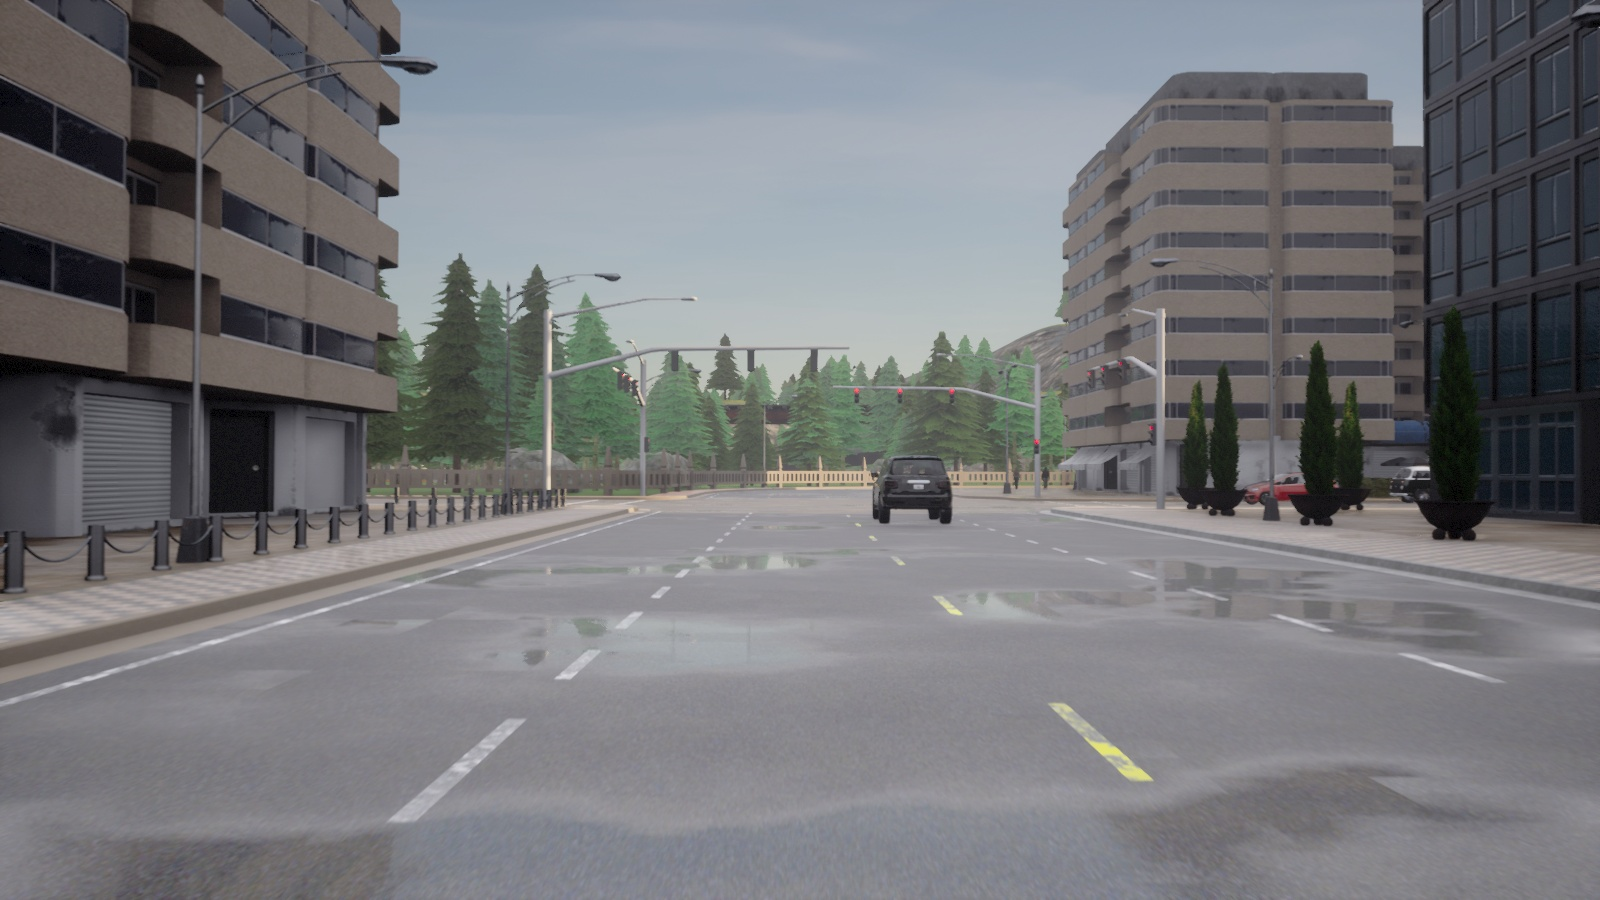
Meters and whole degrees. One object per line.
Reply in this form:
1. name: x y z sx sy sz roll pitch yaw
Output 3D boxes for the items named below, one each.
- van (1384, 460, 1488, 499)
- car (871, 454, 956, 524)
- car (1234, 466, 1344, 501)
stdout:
1. van: 33.748 1.576 66.744 4.480 2.038 2.069 0 -1 0
2. car: 3.456 1.176 39.228 2.150 2.045 5.566 0 -1 0
3. car: 24.559 1.674 63.181 4.611 1.667 2.242 0 -1 0
